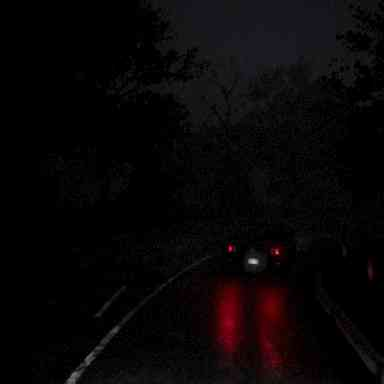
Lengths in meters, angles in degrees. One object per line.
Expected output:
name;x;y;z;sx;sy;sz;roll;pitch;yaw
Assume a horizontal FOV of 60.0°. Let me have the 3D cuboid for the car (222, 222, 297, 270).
car;2.523;1.688;11.460;1.895;1.301;4.718;0;-1;21
